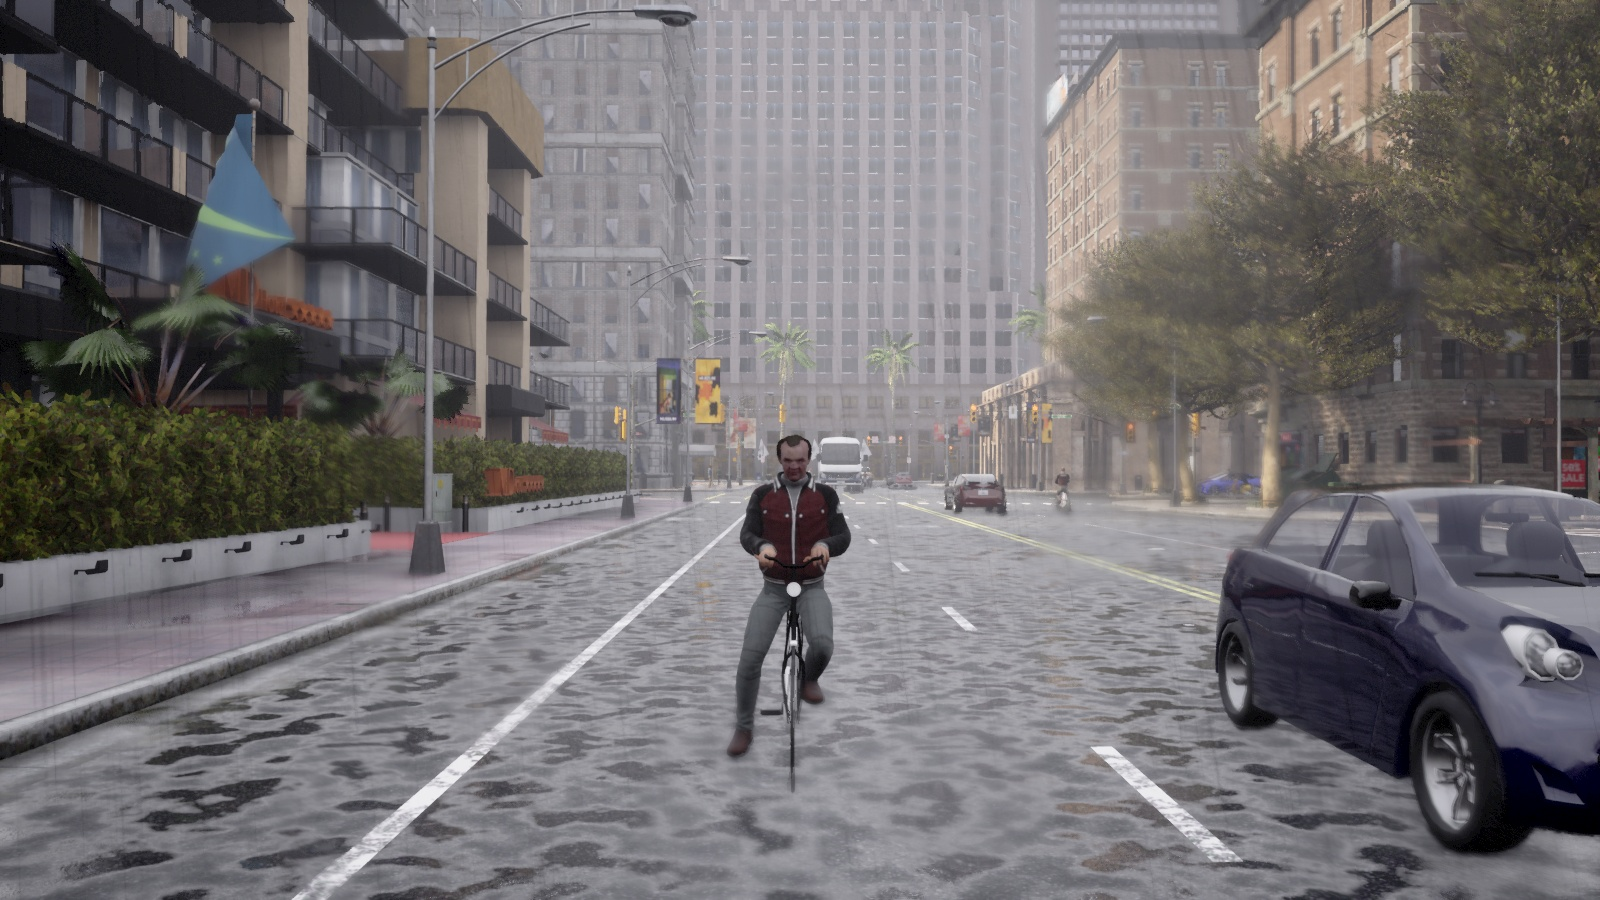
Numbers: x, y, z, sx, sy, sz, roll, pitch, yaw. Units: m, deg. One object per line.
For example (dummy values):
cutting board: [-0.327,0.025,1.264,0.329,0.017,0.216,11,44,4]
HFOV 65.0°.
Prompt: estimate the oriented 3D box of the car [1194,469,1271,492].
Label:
car: [29.324,2.072,85.222,4.514,1.525,2.007,0,-1,1]

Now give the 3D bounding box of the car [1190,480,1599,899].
car: [3.475,0.921,6.353,1.845,1.501,3.633,0,-1,0]

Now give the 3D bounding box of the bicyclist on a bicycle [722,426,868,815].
bicyclist on a bicycle: [-0.027,0.797,6.671,0.659,1.776,1.843,0,-1,0]

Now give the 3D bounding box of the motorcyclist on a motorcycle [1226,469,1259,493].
motorcyclist on a motorcycle: [28.779,2.021,81.705,1.817,1.590,0.866,0,-1,1]

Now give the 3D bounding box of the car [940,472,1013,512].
car: [6.819,1.608,48.996,2.163,1.488,4.792,0,-1,0]
